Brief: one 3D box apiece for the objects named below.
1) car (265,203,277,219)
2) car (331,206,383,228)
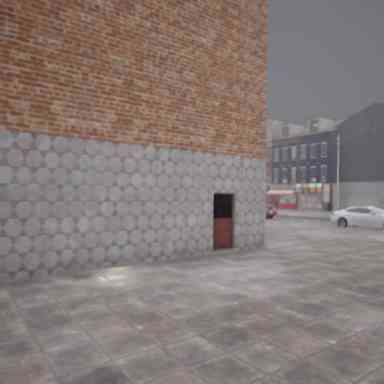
[{"bbox_3d":[4.918,1.300,29.536,2.150,2.045,5.566,1,-1,-36],"label":"car"},{"bbox_3d":[11.155,1.618,20.910,1.812,1.442,4.674,1,-1,-37],"label":"car"}]
